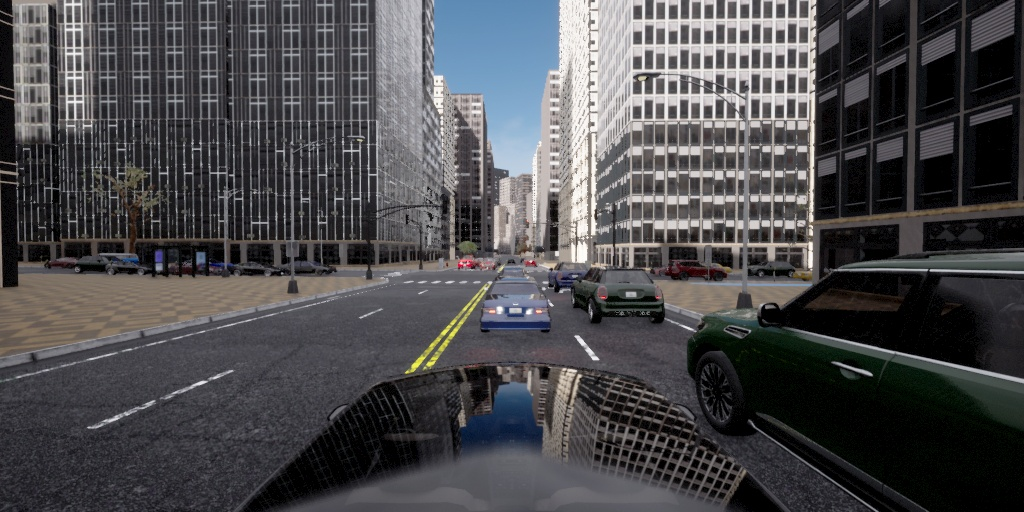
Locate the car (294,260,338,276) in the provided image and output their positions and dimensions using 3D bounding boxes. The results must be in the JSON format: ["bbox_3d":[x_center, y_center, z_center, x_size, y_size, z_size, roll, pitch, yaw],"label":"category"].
[{"bbox_3d":[-19.957,1.135,34.831,5.357,1.411,2.033,1,1,1],"label":"car"}]

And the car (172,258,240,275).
[{"bbox_3d":[-29.817,0.976,35.018,5.008,1.535,1.882,1,1,1],"label":"car"}]

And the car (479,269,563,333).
[{"bbox_3d":[0.089,1.293,10.726,2.033,1.411,5.357,0,0,0],"label":"car"}]

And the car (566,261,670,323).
[{"bbox_3d":[3.335,1.097,12.169,2.097,1.767,4.553,0,0,0],"label":"car"}]

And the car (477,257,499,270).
[{"bbox_3d":[-3.384,1.066,51.167,2.097,1.767,4.553,0,0,-1],"label":"car"}]

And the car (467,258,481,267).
[{"bbox_3d":[-6.648,1.176,63.660,1.882,1.535,5.008,0,0,1],"label":"car"}]

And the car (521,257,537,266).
[{"bbox_3d":[3.259,1.049,64.642,2.097,1.767,4.553,0,0,0],"label":"car"}]

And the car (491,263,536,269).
[{"bbox_3d":[0.073,1.304,19.969,1.994,1.385,4.181,0,0,0],"label":"car"}]

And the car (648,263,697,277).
[{"bbox_3d":[16.662,1.427,37.458,4.181,1.385,1.994,1,1,2],"label":"car"}]

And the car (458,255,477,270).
[{"bbox_3d":[-6.662,0.933,53.315,2.150,2.045,5.566,0,0,0],"label":"car"}]

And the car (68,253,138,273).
[{"bbox_3d":[-39.848,0.759,35.214,4.553,1.767,2.097,1,1,1],"label":"car"}]

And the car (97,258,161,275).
[{"bbox_3d":[-34.140,1.068,32.467,4.313,1.339,1.948,0,0,1],"label":"car"}]

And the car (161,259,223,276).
[{"bbox_3d":[-28.459,1.136,32.302,4.207,1.307,1.802,0,0,1],"label":"car"}]

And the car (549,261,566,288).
[{"bbox_3d":[3.322,1.091,21.034,2.097,1.767,4.553,0,0,0],"label":"car"}]

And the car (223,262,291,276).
[{"bbox_3d":[-22.775,1.172,32.176,4.313,1.339,1.948,0,0,1],"label":"car"}]

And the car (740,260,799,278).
[{"bbox_3d":[26.696,1.303,37.310,4.553,1.767,2.097,1,1,1],"label":"car"}]

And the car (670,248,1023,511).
[{"bbox_3d":[3.346,0.971,2.323,2.150,2.045,5.566,0,0,0],"label":"car"}]
